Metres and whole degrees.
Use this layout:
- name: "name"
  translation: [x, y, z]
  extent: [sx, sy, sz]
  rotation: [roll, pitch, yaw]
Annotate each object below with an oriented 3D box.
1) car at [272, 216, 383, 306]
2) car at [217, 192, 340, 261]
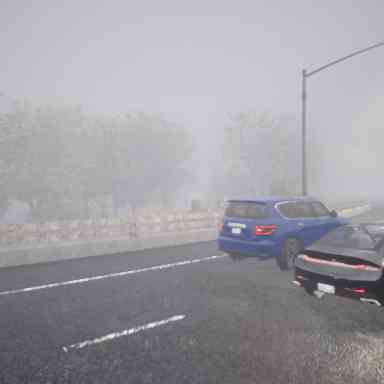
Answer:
- name: "car"
  translation: [4.205, 1.444, 7.321]
  extent: [4.902, 1.511, 2.128]
  rotation: [0, 0, -39]
- name: "car"
  translation: [3.266, 1.164, 11.053]
  extent: [5.566, 2.045, 2.150]
  rotation: [0, 0, -41]
